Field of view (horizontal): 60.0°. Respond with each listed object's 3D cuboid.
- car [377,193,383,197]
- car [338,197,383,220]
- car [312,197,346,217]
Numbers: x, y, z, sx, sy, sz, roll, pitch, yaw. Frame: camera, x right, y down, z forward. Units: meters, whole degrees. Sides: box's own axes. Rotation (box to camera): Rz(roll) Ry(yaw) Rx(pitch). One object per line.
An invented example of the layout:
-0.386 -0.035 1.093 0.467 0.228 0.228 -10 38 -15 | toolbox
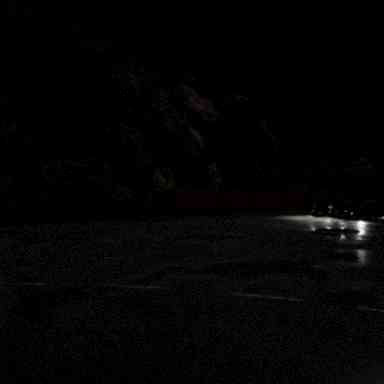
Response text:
21.680 1.101 36.543 5.566 2.045 2.150 0 0 -35 | car
14.329 1.420 27.084 4.892 1.490 1.837 0 0 -35 | car
13.094 1.265 30.504 4.553 1.767 2.097 0 0 -35 | car
